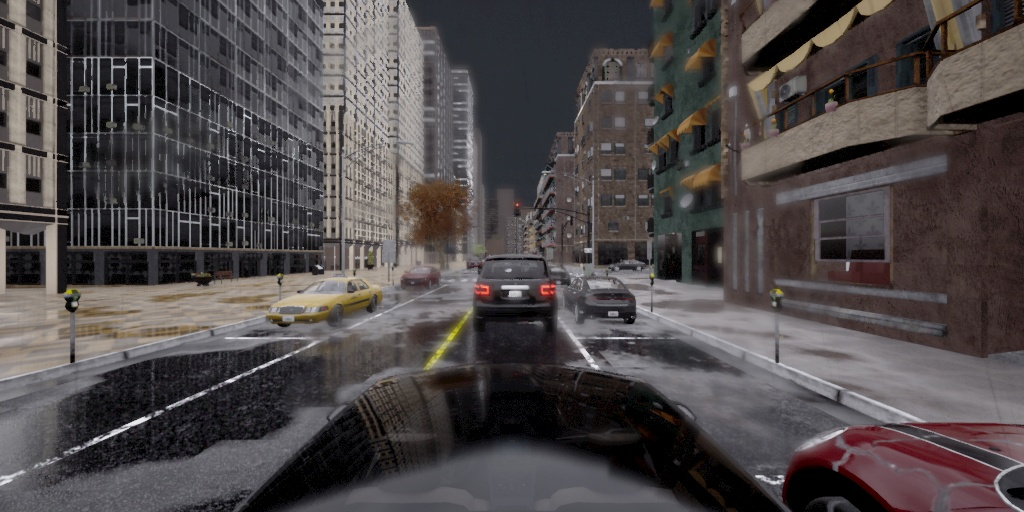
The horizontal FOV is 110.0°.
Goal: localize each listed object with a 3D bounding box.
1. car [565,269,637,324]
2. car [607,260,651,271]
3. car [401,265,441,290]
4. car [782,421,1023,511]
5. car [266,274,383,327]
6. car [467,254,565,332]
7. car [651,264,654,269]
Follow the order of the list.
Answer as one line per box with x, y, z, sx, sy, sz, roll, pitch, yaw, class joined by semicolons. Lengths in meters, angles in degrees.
2.690;1.301;11.703;2.007;1.370;4.403;0;0;0;car
13.441;1.108;42.183;4.403;1.370;2.007;0;0;-1;car
-5.688;1.299;22.771;1.888;1.381;4.507;0;0;0;car
2.687;1.190;0.638;1.967;1.591;4.097;0;0;0;car
-5.690;1.276;11.536;1.751;1.417;4.829;0;0;0;car
0.091;0.972;10.980;2.150;2.045;5.566;0;0;0;car
18.838;1.005;42.237;4.829;1.417;1.751;0;0;-1;car
